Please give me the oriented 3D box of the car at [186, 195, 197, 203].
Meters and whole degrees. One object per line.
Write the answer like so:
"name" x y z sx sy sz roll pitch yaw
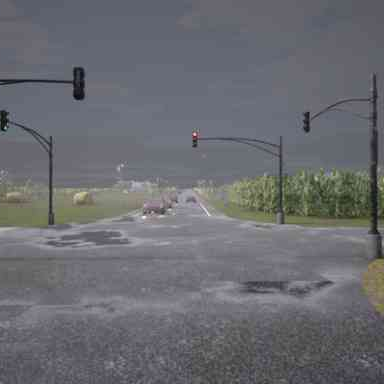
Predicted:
"car" -0.120 1.410 66.140 1.837 1.490 4.892 0 0 0

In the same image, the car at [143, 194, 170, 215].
"car" -3.718 1.325 33.910 2.097 1.767 4.553 0 0 0

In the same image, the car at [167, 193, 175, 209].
"car" -3.713 1.311 44.365 2.097 1.767 4.553 0 0 0

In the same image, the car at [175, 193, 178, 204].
"car" -3.725 1.144 61.162 2.150 2.045 5.566 0 0 0

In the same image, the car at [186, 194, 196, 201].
"car" -0.198 1.330 76.444 2.128 1.511 4.902 0 0 0
